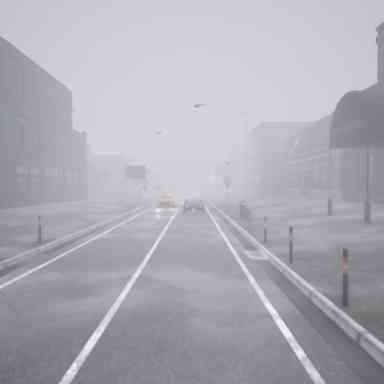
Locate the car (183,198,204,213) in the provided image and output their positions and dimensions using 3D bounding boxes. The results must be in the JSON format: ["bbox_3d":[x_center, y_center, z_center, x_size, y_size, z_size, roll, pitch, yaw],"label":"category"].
[{"bbox_3d":[0.148,1.210,30.854,1.895,1.301,4.718,0,1,0],"label":"car"}]

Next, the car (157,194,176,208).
[{"bbox_3d":[-2.939,0.987,38.812,1.882,1.535,5.008,0,0,0],"label":"car"}]
